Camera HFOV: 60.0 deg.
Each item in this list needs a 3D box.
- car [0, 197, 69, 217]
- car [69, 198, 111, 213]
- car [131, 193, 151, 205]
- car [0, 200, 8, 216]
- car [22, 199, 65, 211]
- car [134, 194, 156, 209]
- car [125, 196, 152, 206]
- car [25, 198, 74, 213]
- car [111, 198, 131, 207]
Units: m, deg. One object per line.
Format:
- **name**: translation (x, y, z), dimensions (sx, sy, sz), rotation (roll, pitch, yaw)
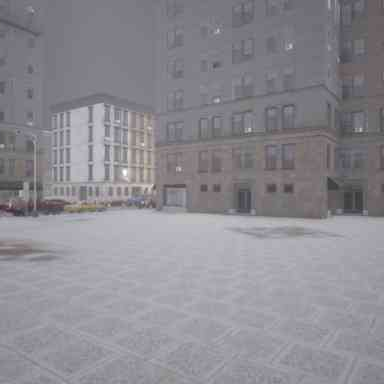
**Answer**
- **car**: translation (-14.763, 1.345, 31.490), dimensions (2.192, 1.841, 5.009), rotation (0, 0, 36)
- **car**: translation (-11.484, 1.557, 36.004), dimensions (1.752, 1.417, 4.829), rotation (0, 0, 36)
- **car**: translation (-7.658, 1.235, 50.560), dimensions (2.150, 2.045, 5.566), rotation (0, 0, 36)
- **car**: translation (-17.944, 1.580, 27.115), dimensions (2.008, 1.369, 4.403), rotation (0, 0, 36)
- **car**: translation (-18.075, 1.546, 40.585), dimensions (2.008, 1.369, 4.403), rotation (0, 0, 36)
- **car**: translation (-5.223, 1.476, 44.618), dimensions (1.967, 1.590, 4.097), rotation (0, 0, 36)
- **car**: translation (-8.535, 1.441, 53.712), dimensions (1.967, 1.590, 4.097), rotation (0, 0, 36)
- **car**: translation (-16.423, 1.511, 38.546), dimensions (1.837, 1.490, 4.892), rotation (0, 0, 36)
- **car**: translation (-11.715, 1.544, 49.336), dimensions (1.887, 1.381, 4.507), rotation (0, 0, 36)
